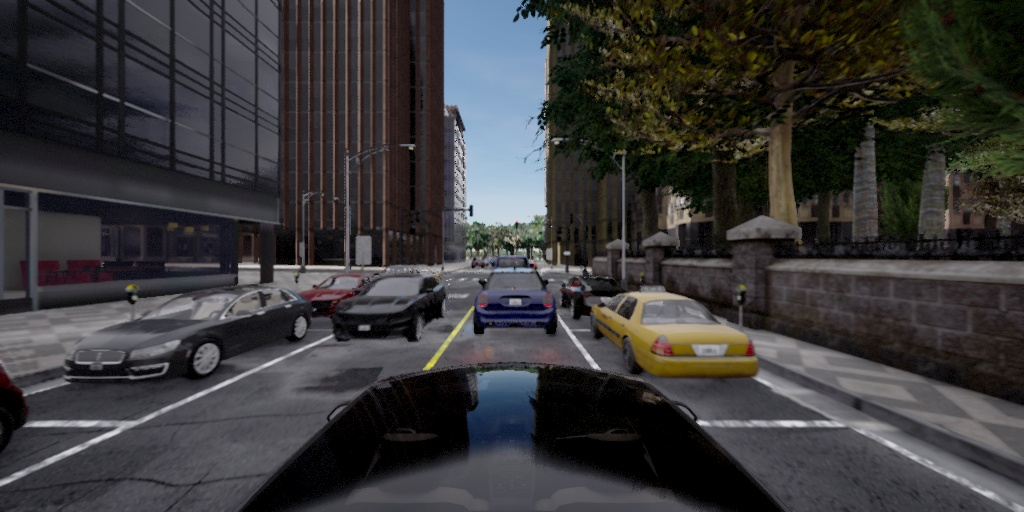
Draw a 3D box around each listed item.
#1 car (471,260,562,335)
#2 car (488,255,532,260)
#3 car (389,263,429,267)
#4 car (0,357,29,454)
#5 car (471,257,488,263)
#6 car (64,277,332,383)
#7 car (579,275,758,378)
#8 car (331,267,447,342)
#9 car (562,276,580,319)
[{"bbox_3d":[0.057,1.109,10.717,2.097,1.767,4.553,0,0,-1],"label":"car"},{"bbox_3d":[0.013,0.984,20.154,2.150,2.045,5.566,0,0,0],"label":"car"},{"bbox_3d":[-5.756,1.201,18.068,1.967,1.591,4.097,0,0,0],"label":"car"},{"bbox_3d":[-5.763,1.190,1.697,1.967,1.591,4.097,0,0,0],"label":"car"},{"bbox_3d":[-5.737,1.115,60.933,2.192,1.841,5.009,0,0,0],"label":"car"},{"bbox_3d":[-5.761,1.304,7.154,2.007,1.370,4.403,0,0,0],"label":"car"},{"bbox_3d":[2.765,1.279,7.323,1.751,1.417,4.829,0,0,0],"label":"car"},{"bbox_3d":[-3.091,1.233,10.017,1.882,1.535,5.008,0,0,0],"label":"car"},{"bbox_3d":[2.767,1.322,12.609,1.948,1.339,4.313,0,0,0],"label":"car"}]
